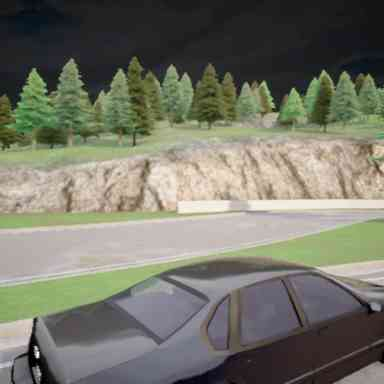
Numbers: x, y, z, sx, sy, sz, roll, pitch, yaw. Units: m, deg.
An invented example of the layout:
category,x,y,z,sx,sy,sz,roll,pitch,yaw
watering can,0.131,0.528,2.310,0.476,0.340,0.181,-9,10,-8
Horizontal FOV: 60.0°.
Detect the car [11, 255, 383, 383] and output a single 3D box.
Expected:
category,x,y,z,sx,sy,sz,roll,pitch,yaw
car,0.813,1.561,4.167,5.357,1.411,2.033,0,0,-33
